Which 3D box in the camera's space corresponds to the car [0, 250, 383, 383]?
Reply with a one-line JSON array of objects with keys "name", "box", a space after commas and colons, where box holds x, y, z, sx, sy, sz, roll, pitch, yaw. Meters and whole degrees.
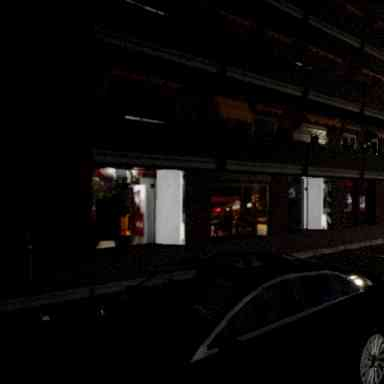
[{"name": "car", "box": [0.392, 1.497, 3.660, 4.902, 1.511, 2.128, 0, 0, -36]}]
